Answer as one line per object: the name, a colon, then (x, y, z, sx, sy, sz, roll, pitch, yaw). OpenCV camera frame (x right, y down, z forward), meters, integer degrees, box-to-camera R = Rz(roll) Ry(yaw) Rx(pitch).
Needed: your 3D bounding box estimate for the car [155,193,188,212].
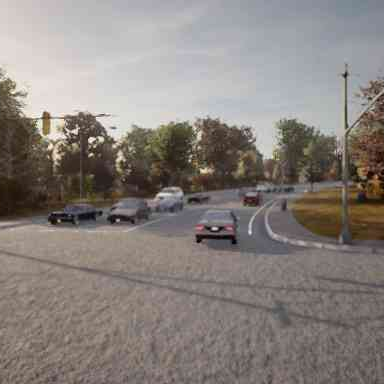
car: (-2.208, 1.195, 34.030, 1.812, 1.442, 4.674, 0, 2, 16)

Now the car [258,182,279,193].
car: (13.754, -0.908, 61.735, 2.150, 2.045, 5.566, 0, 4, 33)

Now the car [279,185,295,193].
car: (17.330, -0.594, 60.861, 1.895, 1.301, 4.718, 0, 4, 33)

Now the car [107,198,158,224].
car: (-4.486, 1.467, 24.880, 2.033, 1.411, 5.357, 0, 1, 10)

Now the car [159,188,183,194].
car: (-2.885, 0.509, 43.303, 2.150, 2.045, 5.566, 0, 3, 18)

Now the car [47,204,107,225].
car: (-8.238, 1.544, 23.789, 1.895, 1.301, 4.718, 0, 1, 11)

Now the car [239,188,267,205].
car: (7.509, 0.722, 40.557, 1.882, 1.535, 5.008, 0, 3, 20)

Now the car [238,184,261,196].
car: (8.807, -0.001, 52.797, 2.128, 1.511, 4.902, 0, 4, 28)

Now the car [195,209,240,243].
car: (1.301, 1.550, 16.073, 2.033, 1.411, 5.357, 0, 0, 8)

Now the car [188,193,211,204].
car: (0.929, 0.808, 43.565, 1.895, 1.301, 4.718, 0, 3, 21)
